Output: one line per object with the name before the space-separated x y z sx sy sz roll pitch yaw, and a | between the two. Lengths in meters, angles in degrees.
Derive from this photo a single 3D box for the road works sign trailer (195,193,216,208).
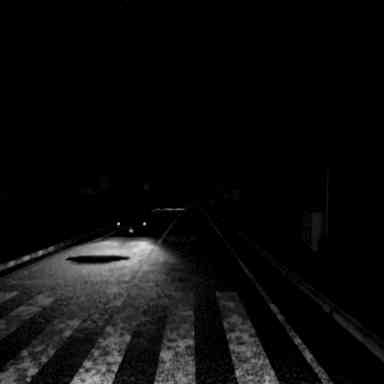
road works sign trailer | 2.502 1.868 61.629 3.560 2.880 2.380 -4 44 -44

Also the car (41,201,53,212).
car | -21.856 2.004 44.627 4.892 1.521 2.231 0 -1 0

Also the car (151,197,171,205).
car | -8.660 2.505 93.467 5.566 2.045 2.435 0 -1 0

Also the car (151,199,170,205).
car | -8.645 2.696 90.657 4.892 1.521 2.231 0 -1 0

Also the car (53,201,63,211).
car | -21.857 2.047 47.900 5.008 1.535 2.097 0 -1 0

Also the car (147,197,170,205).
car | -8.657 2.538 82.254 4.892 1.521 2.231 0 -1 0

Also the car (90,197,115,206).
car | -21.746 2.478 79.531 5.008 1.535 2.097 0 -1 0

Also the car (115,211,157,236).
car | -3.315 1.853 20.422 1.895 1.301 4.718 0 -1 0

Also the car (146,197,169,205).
car | -8.683 2.335 85.059 5.566 2.045 2.435 0 -1 0

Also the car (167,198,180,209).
car | -3.152 2.318 61.533 1.812 1.442 4.674 0 -1 1

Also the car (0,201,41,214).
car | -21.869 1.999 41.350 4.674 1.452 2.002 0 -1 0

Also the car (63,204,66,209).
car | -21.839 2.130 51.047 4.674 1.452 2.002 0 -1 0

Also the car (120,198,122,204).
car | -21.728 2.667 87.884 4.674 1.452 2.002 0 -1 0

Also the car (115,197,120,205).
car | -21.739 2.573 85.098 5.008 1.535 2.097 0 -1 0
